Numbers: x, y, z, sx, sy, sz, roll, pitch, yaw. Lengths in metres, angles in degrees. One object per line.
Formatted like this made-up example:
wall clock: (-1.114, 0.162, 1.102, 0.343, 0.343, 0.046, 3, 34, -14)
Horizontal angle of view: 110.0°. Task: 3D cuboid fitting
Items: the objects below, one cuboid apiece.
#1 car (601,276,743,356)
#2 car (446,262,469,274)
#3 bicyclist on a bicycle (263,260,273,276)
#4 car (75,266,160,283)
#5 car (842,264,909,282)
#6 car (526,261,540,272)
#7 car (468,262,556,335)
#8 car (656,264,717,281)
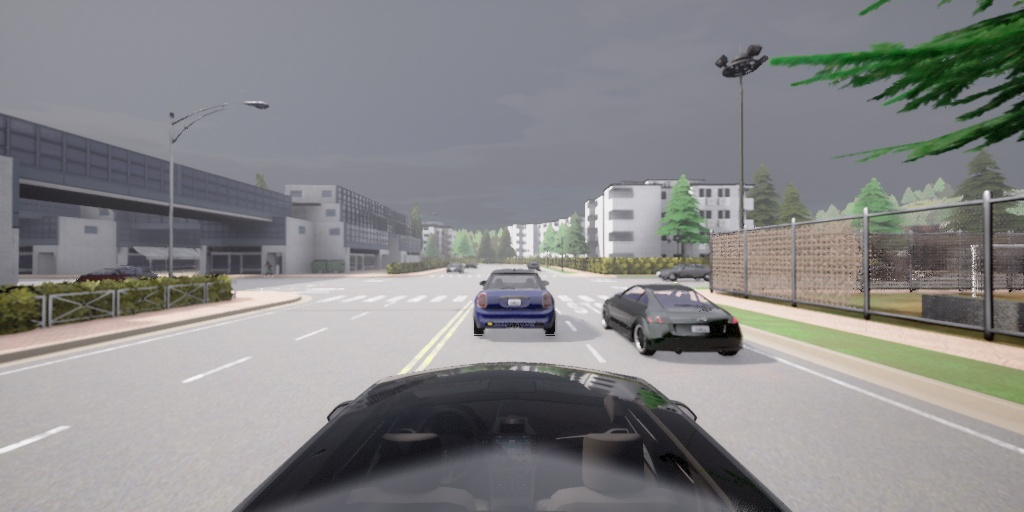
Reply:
car: (3.562, 1.360, 8.768, 1.994, 1.385, 4.181, 0, 0, 0)
car: (-7.342, 1.531, 46.691, 2.128, 1.511, 4.902, 0, 0, -1)
bicyclist on a bicycle: (-25.476, 1.283, 37.462, 0.582, 1.620, 1.656, 0, 0, -1)
car: (-24.418, 1.447, 22.486, 4.181, 1.385, 1.994, 0, 0, -1)
car: (31.250, 1.428, 30.811, 4.892, 1.490, 1.837, 0, 0, 0)
car: (3.256, 1.603, 55.799, 1.837, 1.490, 4.892, 0, 0, -1)
car: (0.067, 1.160, 10.835, 2.097, 1.767, 4.553, 0, 0, 0)
car: (14.926, 1.412, 30.711, 4.902, 1.511, 2.128, 0, 0, 0)
